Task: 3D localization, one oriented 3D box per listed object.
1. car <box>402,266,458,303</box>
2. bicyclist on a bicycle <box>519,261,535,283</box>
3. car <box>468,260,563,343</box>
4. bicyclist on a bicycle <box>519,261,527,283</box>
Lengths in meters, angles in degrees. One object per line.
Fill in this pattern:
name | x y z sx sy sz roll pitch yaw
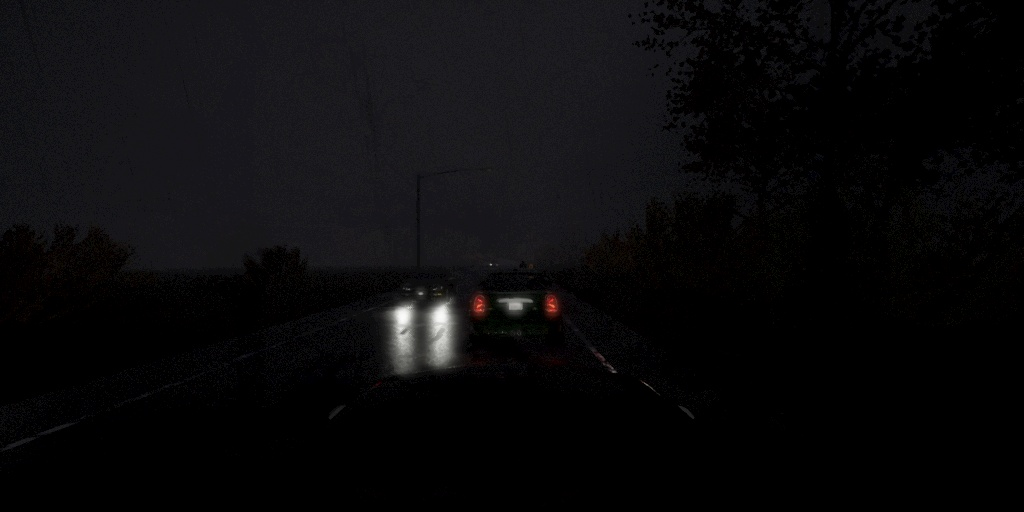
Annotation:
car | -3.657 1.249 16.726 1.837 1.490 4.892 0 0 0
bicyclist on a bicycle | 0.905 1.181 17.139 0.866 1.612 1.509 0 0 0
car | 0.073 1.099 9.795 2.097 1.767 4.553 0 0 0
bicyclist on a bicycle | 0.843 1.193 27.256 0.582 1.620 1.656 0 0 0
